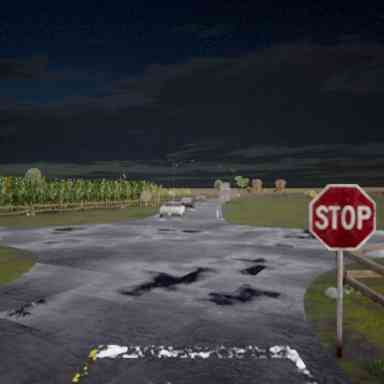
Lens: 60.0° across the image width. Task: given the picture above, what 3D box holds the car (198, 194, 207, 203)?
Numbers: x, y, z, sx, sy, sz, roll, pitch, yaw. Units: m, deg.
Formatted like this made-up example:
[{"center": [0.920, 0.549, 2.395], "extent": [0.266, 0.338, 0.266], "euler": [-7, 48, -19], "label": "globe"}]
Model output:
[{"center": [1.946, 1.235, 67.595], "extent": [2.097, 1.767, 4.553], "euler": [0, 0, 8], "label": "car"}]

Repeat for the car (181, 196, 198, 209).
[{"center": [-0.689, 1.418, 44.196], "extent": [1.882, 1.535, 5.008], "euler": [0, 0, 5], "label": "car"}]

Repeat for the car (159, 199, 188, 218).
[{"center": [-1.760, 1.567, 30.169], "extent": [1.895, 1.301, 4.718], "euler": [0, 0, 4], "label": "car"}]
